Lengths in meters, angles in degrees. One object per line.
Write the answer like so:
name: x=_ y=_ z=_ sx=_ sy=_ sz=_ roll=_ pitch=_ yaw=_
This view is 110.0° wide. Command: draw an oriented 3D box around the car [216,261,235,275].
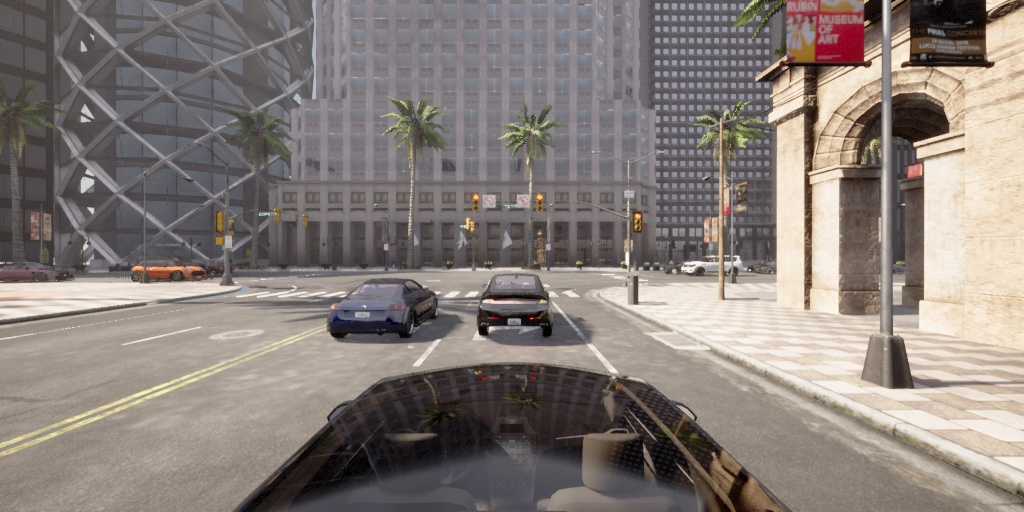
car: x=-30.736 y=1.227 z=35.682 sx=5.008 sy=1.535 sz=1.882 roll=0 pitch=0 yaw=-4

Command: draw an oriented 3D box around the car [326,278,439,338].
car: x=-3.416 y=1.314 z=10.222 sx=1.994 sy=1.385 sz=4.181 roll=0 pitch=0 yaw=0

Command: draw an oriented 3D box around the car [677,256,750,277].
car: x=19.989 y=0.972 z=35.787 sx=5.566 sy=2.045 sz=2.150 roll=0 pitch=0 yaw=0

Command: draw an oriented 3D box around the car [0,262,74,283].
car: x=-36.816 y=1.314 z=27.398 sx=4.181 sy=1.385 sz=1.994 roll=0 pitch=0 yaw=-18

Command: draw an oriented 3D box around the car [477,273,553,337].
car: x=0.121 y=1.242 z=10.352 sx=2.128 sy=1.511 sz=4.902 roll=0 pitch=0 yaw=2

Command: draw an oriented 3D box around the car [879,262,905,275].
car: x=39.481 y=1.297 z=39.198 sx=5.357 sy=1.411 sz=2.033 roll=0 pitch=0 yaw=1

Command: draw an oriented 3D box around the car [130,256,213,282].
car: x=-27.172 y=1.101 z=28.494 sx=4.553 sy=1.767 sz=2.097 roll=0 pitch=0 yaw=-2

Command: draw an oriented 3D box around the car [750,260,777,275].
car: x=28.832 y=1.314 z=39.249 sx=4.181 sy=1.385 sz=1.994 roll=0 pitch=0 yaw=0

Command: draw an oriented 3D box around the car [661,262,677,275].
car: x=18.869 y=1.255 z=39.291 sx=4.892 sy=1.490 sz=1.837 roll=0 pitch=0 yaw=0

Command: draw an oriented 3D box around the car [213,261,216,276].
car: x=-30.365 y=0.973 z=31.972 sx=5.566 sy=2.045 sz=2.150 roll=0 pitch=0 yaw=-3
